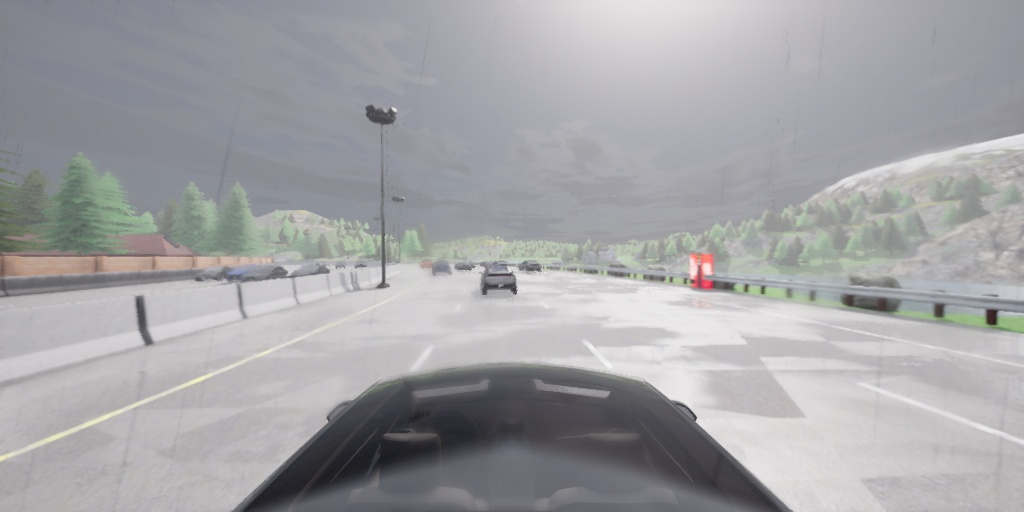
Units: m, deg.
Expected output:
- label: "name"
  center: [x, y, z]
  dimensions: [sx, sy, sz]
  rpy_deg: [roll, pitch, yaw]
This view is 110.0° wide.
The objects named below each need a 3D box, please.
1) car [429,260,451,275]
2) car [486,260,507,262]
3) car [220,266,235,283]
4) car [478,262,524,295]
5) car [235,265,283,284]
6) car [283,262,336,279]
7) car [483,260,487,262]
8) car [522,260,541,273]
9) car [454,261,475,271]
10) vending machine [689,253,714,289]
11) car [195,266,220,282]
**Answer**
- label: "car"
  center: [-8.508, 1.275, 43.011]
  dimensions: [2.097, 1.767, 4.553]
  rpy_deg: [-1, 0, -14]
- label: "car"
  center: [-1.495, 1.337, 43.959]
  dimensions: [1.837, 1.490, 4.892]
  rpy_deg: [0, 0, -14]
- label: "car"
  center: [-24.394, 1.597, 33.365]
  dimensions: [1.882, 1.535, 5.008]
  rpy_deg: [-1, 0, -12]
- label: "car"
  center: [-0.847, 1.281, 20.380]
  dimensions: [2.128, 1.511, 4.902]
  rpy_deg: [-1, 0, -6]
- label: "car"
  center: [-20.054, 1.559, 29.397]
  dimensions: [1.837, 1.490, 4.892]
  rpy_deg: [-1, 0, -10]
- label: "car"
  center: [-16.527, 1.487, 29.580]
  dimensions: [1.882, 1.535, 5.008]
  rpy_deg: [-1, 0, -10]
- label: "car"
  center: [-4.460, 1.467, 65.058]
  dimensions: [1.994, 1.385, 4.181]
  rpy_deg: [-1, 0, -21]
- label: "car"
  center: [2.102, 1.290, 43.993]
  dimensions: [1.837, 1.490, 4.892]
  rpy_deg: [0, 0, -14]
- label: "car"
  center: [-7.299, 1.523, 53.039]
  dimensions: [1.895, 1.301, 4.718]
  rpy_deg: [-1, 0, -18]
- label: "vending machine"
  center: [11.095, 0.828, 20.985]
  dimensions: [1.100, 2.100, 0.880]
  rpy_deg: [0, 0, -6]
- label: "car"
  center: [-28.200, 1.696, 34.463]
  dimensions: [1.812, 1.442, 4.674]
  rpy_deg: [-1, 0, -12]
